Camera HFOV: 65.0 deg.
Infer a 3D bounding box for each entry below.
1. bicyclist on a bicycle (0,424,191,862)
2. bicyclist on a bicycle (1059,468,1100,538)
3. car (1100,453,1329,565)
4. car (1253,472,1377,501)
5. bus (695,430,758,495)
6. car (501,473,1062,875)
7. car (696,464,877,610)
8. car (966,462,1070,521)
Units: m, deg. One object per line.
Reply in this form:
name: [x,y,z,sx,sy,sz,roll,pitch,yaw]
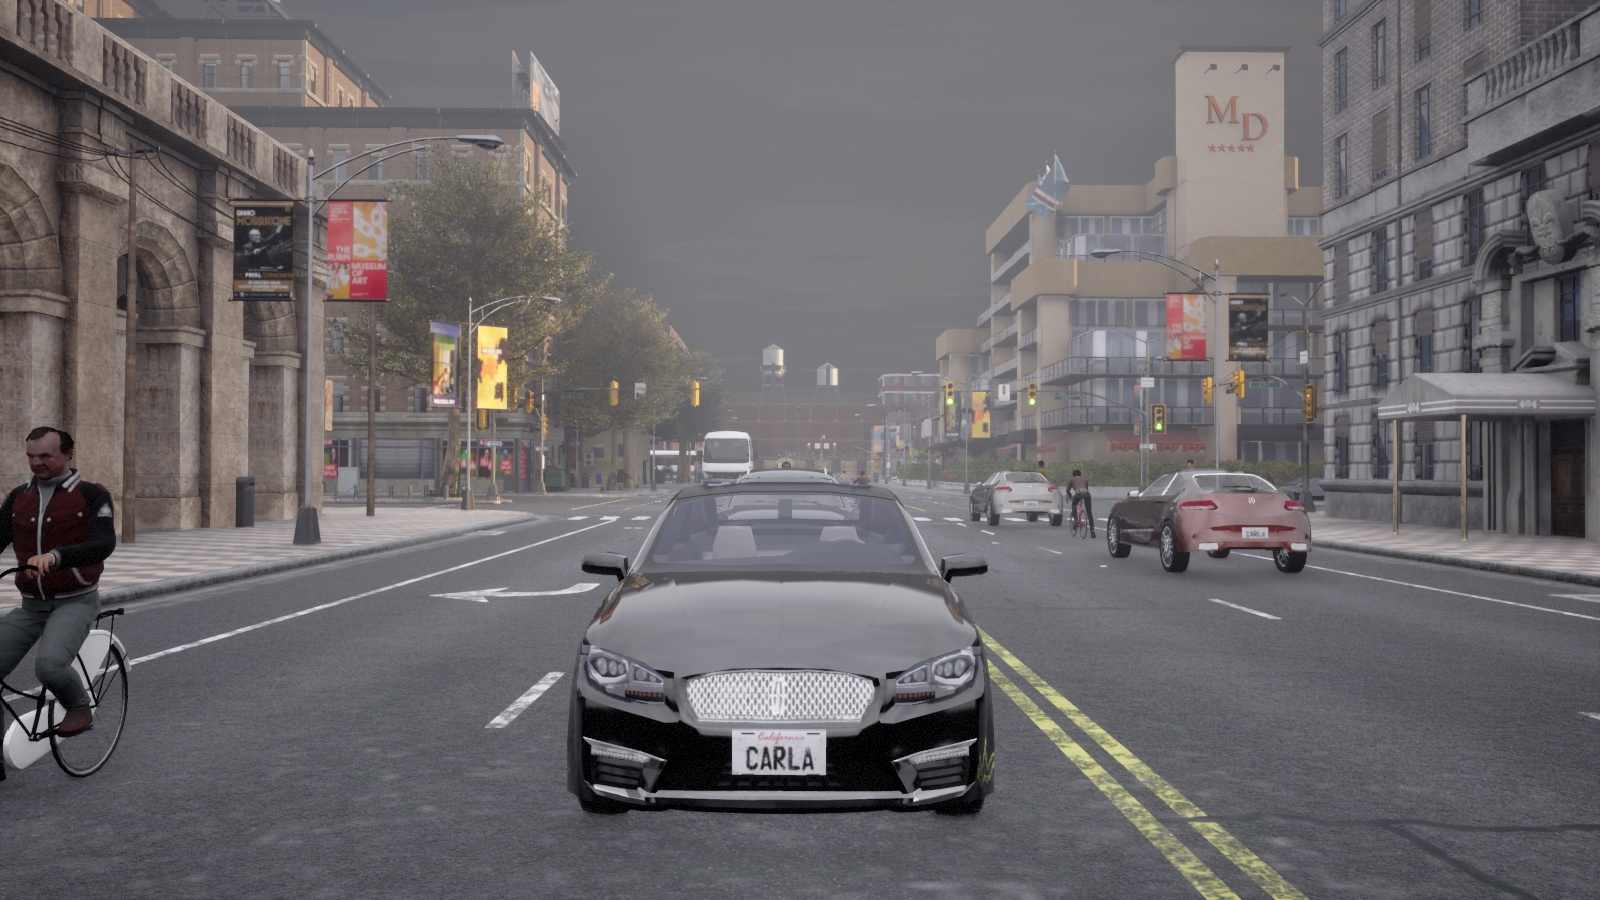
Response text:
bicyclist on a bicycle: [-3.575,0.796,5.776,0.659,1.776,1.843,0,-1,0]
bicyclist on a bicycle: [6.647,1.242,29.931,0.582,1.620,1.656,0,-1,-1]
car: [6.791,0.922,21.273,2.152,1.651,5.027,0,-1,-1]
car: [25.783,1.814,63.007,5.357,1.411,2.033,0,-1,-1]
bus: [-4.931,0.914,86.961,3.944,4.253,10.273,0,-1,-1]
car: [-0.075,0.892,7.228,2.128,1.511,4.902,0,-1,0]
car: [-0.165,1.024,16.622,2.033,1.649,4.856,0,-1,0]
car: [6.495,1.203,37.972,2.152,1.651,5.027,0,-1,-1]
